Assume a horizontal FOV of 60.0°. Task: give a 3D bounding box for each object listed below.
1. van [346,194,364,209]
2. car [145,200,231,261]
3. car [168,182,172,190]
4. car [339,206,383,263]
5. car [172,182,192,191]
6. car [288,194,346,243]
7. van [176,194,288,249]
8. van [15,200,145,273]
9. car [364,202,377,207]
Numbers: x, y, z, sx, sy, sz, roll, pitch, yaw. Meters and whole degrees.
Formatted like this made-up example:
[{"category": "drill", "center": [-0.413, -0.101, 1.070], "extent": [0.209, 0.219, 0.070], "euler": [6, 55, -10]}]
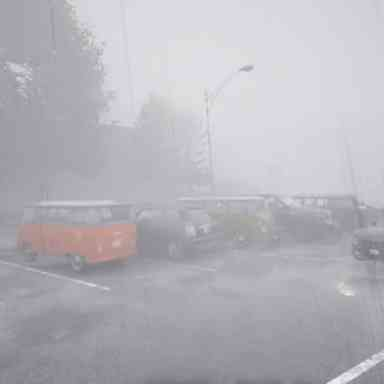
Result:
[{"category": "van", "center": [6.145, 1.092, 17.220], "extent": [4.442, 1.987, 1.878], "euler": [-1, 0, 36]}, {"category": "car", "center": [-1.221, 1.300, 12.138], "extent": [4.553, 1.767, 2.185], "euler": [-1, 0, 36]}, {"category": "car", "center": [-3.811, -1.156, 64.192], "extent": [2.231, 1.521, 4.892], "euler": [0, 7, 16]}, {"category": "car", "center": [7.017, 1.332, 10.486], "extent": [5.008, 1.535, 1.882], "euler": [-1, 0, -35]}, {"category": "car", "center": [-1.439, -1.004, 62.417], "extent": [2.163, 1.488, 4.792], "euler": [0, 7, 17]}, {"category": "car", "center": [3.771, 1.101, 15.476], "extent": [5.566, 2.045, 2.435], "euler": [-1, -1, 36]}, {"category": "van", "center": [1.347, 1.162, 13.760], "extent": [4.442, 1.987, 1.878], "euler": [-1, -1, 36]}, {"category": "van", "center": [-3.840, 1.239, 10.555], "extent": [4.442, 1.987, 1.878], "euler": [-1, 0, 36]}, {"category": "car", "center": [8.741, 1.279, 18.812], "extent": [5.008, 1.535, 2.097], "euler": [-1, 0, 36]}]
